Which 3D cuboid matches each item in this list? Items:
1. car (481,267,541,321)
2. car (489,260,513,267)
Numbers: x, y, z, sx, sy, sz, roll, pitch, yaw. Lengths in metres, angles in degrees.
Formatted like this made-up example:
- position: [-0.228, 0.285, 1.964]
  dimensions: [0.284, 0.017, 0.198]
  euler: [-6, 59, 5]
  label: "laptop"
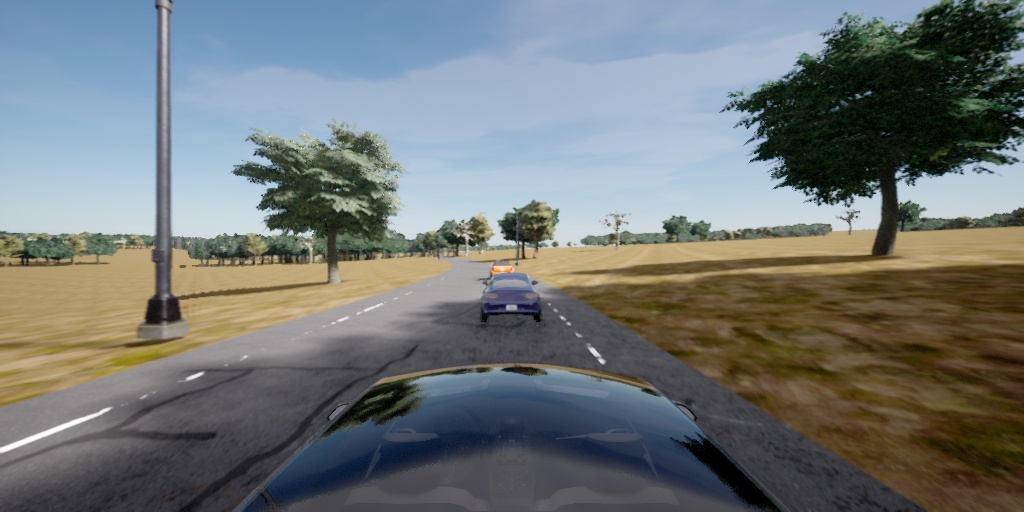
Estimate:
- position: [-0.064, 1.282, 12.339]
  dimensions: [1.812, 1.442, 4.674]
  euler: [0, 0, -1]
  label: "car"
- position: [-0.961, 1.174, 32.413]
  dimensions: [2.097, 1.767, 4.553]
  euler: [0, 0, -4]
  label: "car"
